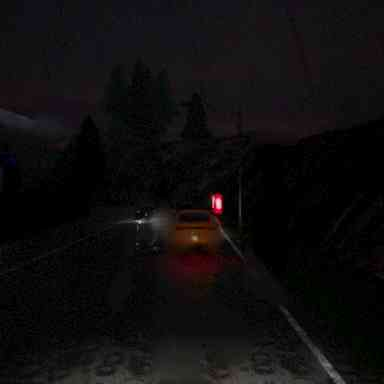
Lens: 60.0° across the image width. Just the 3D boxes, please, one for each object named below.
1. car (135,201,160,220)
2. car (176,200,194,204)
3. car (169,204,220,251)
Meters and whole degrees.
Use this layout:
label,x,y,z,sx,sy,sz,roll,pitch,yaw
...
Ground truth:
label,x,y,z,sx,sy,sz,roll,pitch,yaw
car,-3.775,1.543,28.897,1.812,1.442,4.674,0,0,-3
car,-0.665,1.546,34.721,1.812,1.442,4.674,0,0,-8
car,0.095,1.486,14.228,1.882,1.535,5.008,0,0,0
